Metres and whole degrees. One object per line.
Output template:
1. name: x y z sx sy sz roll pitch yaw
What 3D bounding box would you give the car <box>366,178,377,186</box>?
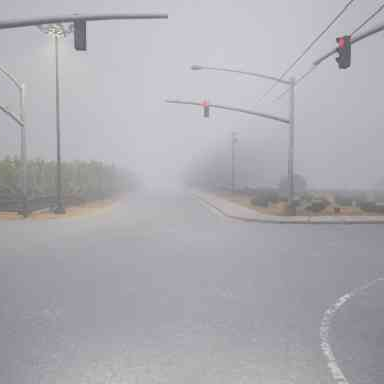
1. car: 42.098 -2.341 77.685 1.905 1.878 3.866 10 10 41
